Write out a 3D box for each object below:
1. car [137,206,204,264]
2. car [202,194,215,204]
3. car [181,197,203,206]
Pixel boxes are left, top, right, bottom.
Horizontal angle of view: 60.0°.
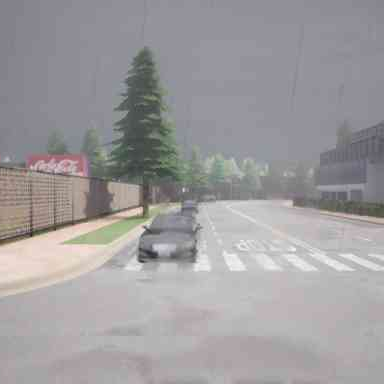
[{"bbox_3d":[-0.626,1.501,11.907,2.128,1.511,4.902,0,0,4],"label":"car"},{"bbox_3d":[2.756,1.238,62.091,2.097,1.767,4.553,0,0,23],"label":"car"},{"bbox_3d":[-0.169,1.553,37.593,2.033,1.411,5.357,0,0,3],"label":"car"}]
